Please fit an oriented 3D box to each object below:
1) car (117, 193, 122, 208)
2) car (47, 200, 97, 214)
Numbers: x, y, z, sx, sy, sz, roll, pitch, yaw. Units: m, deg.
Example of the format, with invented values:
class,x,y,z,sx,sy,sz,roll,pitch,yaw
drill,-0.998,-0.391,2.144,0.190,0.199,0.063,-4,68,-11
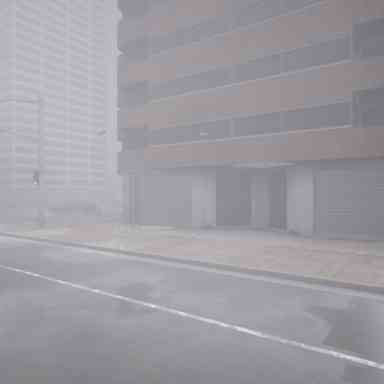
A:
class,x,y,z,sx,sy,sz,roll,pitch,yaw
car,-7.314,1.352,44.640,2.097,1.767,4.553,0,0,35
car,-13.011,1.547,36.519,2.033,1.411,5.357,0,0,35
